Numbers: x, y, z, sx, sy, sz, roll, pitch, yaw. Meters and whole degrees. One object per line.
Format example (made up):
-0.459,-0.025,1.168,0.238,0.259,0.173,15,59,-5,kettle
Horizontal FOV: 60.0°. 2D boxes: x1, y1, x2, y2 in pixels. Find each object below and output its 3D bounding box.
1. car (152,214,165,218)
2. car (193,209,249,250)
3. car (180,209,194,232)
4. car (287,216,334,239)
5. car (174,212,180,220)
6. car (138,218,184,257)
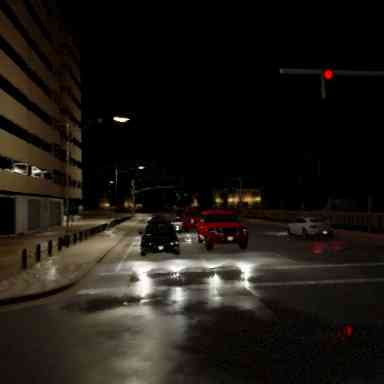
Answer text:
-2.894,2.932,29.208,1.812,1.442,4.674,-1,-3,-6,car
1.642,2.106,19.459,2.150,2.045,5.566,-1,-3,-6,car
0.293,2.696,32.307,2.150,2.045,5.566,-1,-2,-5,car
8.287,2.457,23.526,1.812,1.442,4.674,-1,-3,-5,car
-1.704,3.900,51.928,1.837,1.490,4.892,-1,-3,-6,car
-1.646,2.361,17.319,1.837,1.490,4.892,-1,-2,-6,car
